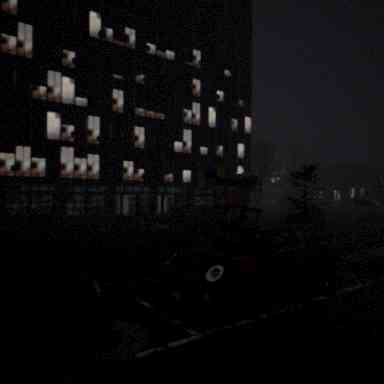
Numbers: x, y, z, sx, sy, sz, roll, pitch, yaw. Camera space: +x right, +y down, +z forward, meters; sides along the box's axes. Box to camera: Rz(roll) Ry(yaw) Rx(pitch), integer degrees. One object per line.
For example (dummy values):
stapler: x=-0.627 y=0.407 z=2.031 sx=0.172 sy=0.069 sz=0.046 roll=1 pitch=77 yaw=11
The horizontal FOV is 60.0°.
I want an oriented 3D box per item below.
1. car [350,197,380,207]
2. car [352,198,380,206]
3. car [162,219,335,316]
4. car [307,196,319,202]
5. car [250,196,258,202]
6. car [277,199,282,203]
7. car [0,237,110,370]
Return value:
car: x=26.443 y=1.493 z=50.857 sx=1.967 sy=1.590 sz=4.097 roll=1 pitch=-1 yaw=-35
car: x=31.021 y=1.778 z=59.411 sx=1.802 sy=1.307 sz=4.206 roll=1 pitch=-1 yaw=-35
car: x=1.342 y=1.443 z=7.465 sx=4.097 sy=1.590 sz=1.967 roll=0 pitch=1 yaw=-36
car: x=24.014 y=1.568 z=69.442 sx=2.192 sy=1.841 sz=5.009 roll=1 pitch=-1 yaw=-35
car: x=14.456 y=1.770 z=83.076 sx=1.967 sy=1.590 sz=4.097 roll=1 pitch=-1 yaw=-35
car: x=20.823 y=1.718 z=73.984 sx=1.967 sy=1.590 sz=4.097 roll=1 pitch=-1 yaw=-35
car: x=-3.257 y=1.440 z=4.189 sx=4.097 sy=1.590 sz=1.967 roll=0 pitch=1 yaw=-36
